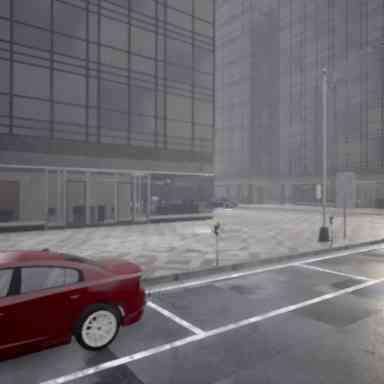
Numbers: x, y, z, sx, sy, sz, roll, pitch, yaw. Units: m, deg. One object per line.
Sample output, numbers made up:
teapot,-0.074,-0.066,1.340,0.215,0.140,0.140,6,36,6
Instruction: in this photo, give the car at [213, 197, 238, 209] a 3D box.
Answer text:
car,3.960,1.513,44.085,1.837,1.490,4.892,0,0,-36

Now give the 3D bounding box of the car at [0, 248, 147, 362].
car,-2.833,1.546,4.626,4.507,1.381,1.887,0,0,-35
